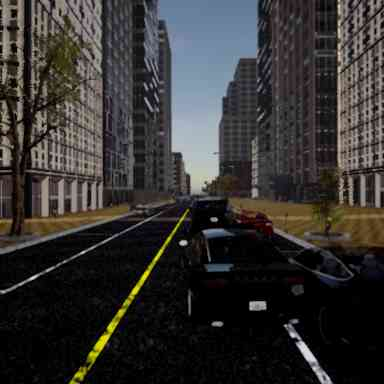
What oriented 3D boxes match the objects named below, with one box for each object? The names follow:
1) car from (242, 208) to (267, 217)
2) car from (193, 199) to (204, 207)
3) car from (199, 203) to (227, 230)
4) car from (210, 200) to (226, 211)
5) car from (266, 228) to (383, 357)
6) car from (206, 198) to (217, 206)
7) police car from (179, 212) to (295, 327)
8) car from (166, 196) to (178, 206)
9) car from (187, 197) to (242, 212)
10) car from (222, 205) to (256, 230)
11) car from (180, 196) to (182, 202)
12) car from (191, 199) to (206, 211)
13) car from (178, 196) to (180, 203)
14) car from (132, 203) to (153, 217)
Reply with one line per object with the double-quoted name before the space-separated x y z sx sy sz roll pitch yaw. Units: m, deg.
"car" 3.037 1.660 17.358 1.887 1.381 4.507 -1 0 1
"car" 1.175 1.966 61.423 2.033 1.411 5.357 0 0 1
"car" 1.370 1.617 23.556 1.801 1.575 5.366 0 0 1
"car" 3.562 1.852 45.567 1.887 1.381 4.507 -1 0 1
"car" 2.828 1.603 6.075 1.947 1.339 4.313 -1 0 1
"car" 3.983 2.007 68.133 2.008 1.369 4.403 -1 0 1
"police car" 0.776 1.477 7.442 1.930 1.638 5.238 0 0 -4
"car" -4.401 2.001 68.100 1.752 1.417 4.829 -1 0 1
"car" 1.019 1.335 17.394 2.150 2.045 5.566 -1 0 1
"car" 3.145 1.680 23.169 1.752 1.417 4.829 -1 0 1
"car" -4.085 1.901 85.192 2.192 1.841 5.009 -1 0 1
"car" 0.936 1.794 45.982 1.882 1.535 5.008 0 0 2
"car" -4.291 2.096 73.910 1.802 1.307 4.206 -1 0 1
"car" -5.027 1.802 34.428 2.008 1.369 4.403 -1 0 1
